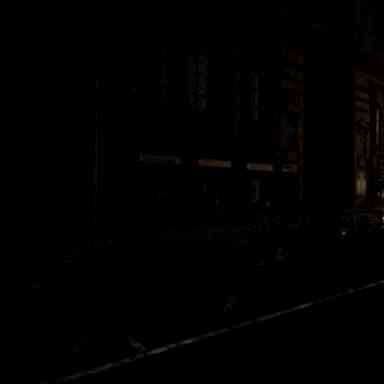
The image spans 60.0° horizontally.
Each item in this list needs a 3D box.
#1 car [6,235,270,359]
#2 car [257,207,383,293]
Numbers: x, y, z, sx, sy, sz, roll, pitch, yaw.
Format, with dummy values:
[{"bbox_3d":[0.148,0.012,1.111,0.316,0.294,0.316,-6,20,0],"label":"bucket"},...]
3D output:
[{"bbox_3d":[-0.860,1.588,6.027,4.313,1.339,1.947,1,0,-35],"label":"car"},{"bbox_3d":[3.707,1.384,9.274,5.009,1.841,2.192,1,0,-35],"label":"car"}]
